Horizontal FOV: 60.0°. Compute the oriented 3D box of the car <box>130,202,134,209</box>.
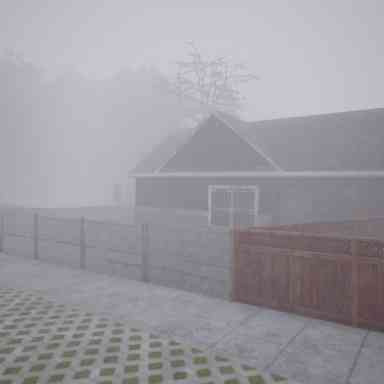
[{"bbox_3d":[-5.286,1.395,39.743,1.837,1.490,4.892,2,2,35],"label":"car"}]

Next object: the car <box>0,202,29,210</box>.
[{"bbox_3d":[-15.106,1.547,25.902,1.812,1.442,4.674,2,1,35],"label":"car"}]
